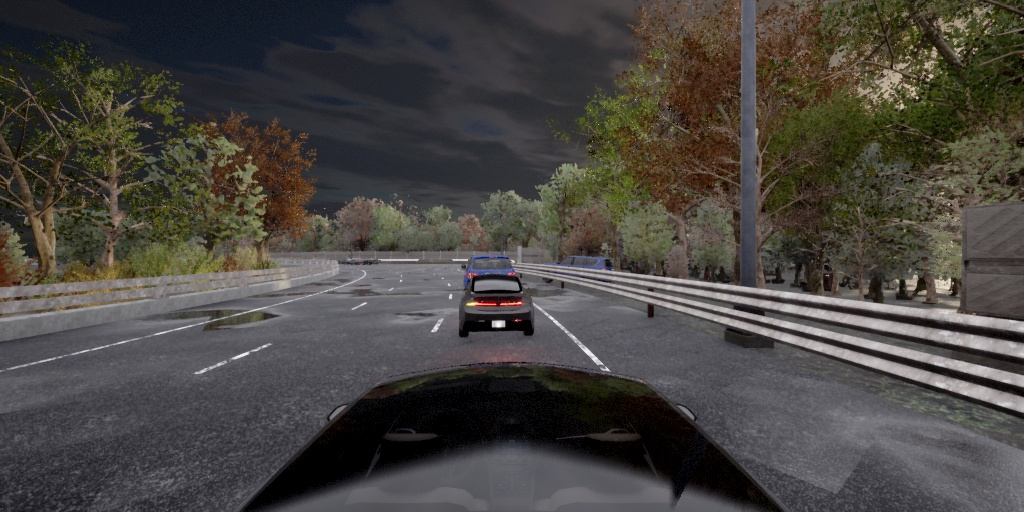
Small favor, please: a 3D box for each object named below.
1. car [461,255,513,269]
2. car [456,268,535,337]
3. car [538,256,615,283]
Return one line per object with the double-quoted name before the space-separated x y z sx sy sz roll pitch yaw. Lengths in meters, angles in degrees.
"car" -1.170 0.971 17.008 2.150 2.045 5.566 0 0 -9
"car" -0.521 1.255 10.334 1.837 1.490 4.892 0 0 -5
"car" 4.598 0.996 25.613 5.566 2.045 2.150 5 1 36
